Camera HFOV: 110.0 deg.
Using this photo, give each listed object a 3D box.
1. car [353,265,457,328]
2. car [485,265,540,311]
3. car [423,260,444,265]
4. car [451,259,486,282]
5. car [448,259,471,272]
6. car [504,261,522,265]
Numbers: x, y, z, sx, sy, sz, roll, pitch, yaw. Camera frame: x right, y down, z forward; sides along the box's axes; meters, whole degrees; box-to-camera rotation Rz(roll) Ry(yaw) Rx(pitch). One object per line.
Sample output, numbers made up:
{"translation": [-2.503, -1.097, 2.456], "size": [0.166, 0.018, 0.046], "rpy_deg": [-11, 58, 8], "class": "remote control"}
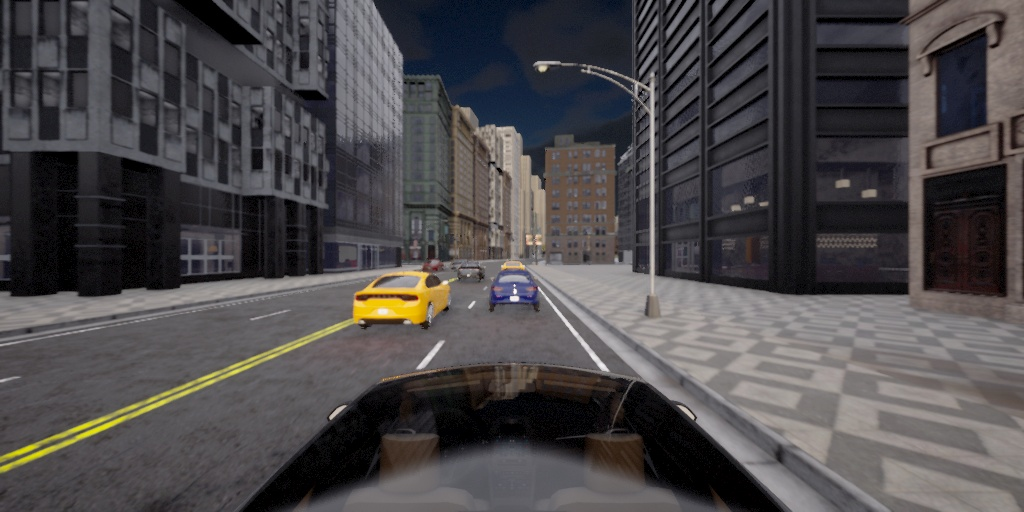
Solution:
{"translation": [-3.172, 1.213, 11.326], "size": [1.882, 1.535, 5.008], "rpy_deg": [0, 0, 0], "class": "car"}
{"translation": [0.089, 1.256, 14.315], "size": [1.812, 1.442, 4.674], "rpy_deg": [0, 0, 0], "class": "car"}
{"translation": [-9.832, 1.183, 45.077], "size": [1.882, 1.535, 5.008], "rpy_deg": [0, 0, 0], "class": "car"}
{"translation": [-3.163, 1.204, 28.594], "size": [2.128, 1.511, 4.902], "rpy_deg": [0, 0, 0], "class": "car"}
{"translation": [-6.581, 1.198, 45.628], "size": [2.128, 1.511, 4.902], "rpy_deg": [0, 0, 0], "class": "car"}
{"translation": [0.090, 1.189, 30.173], "size": [1.882, 1.535, 5.008], "rpy_deg": [0, 0, 0], "class": "car"}
